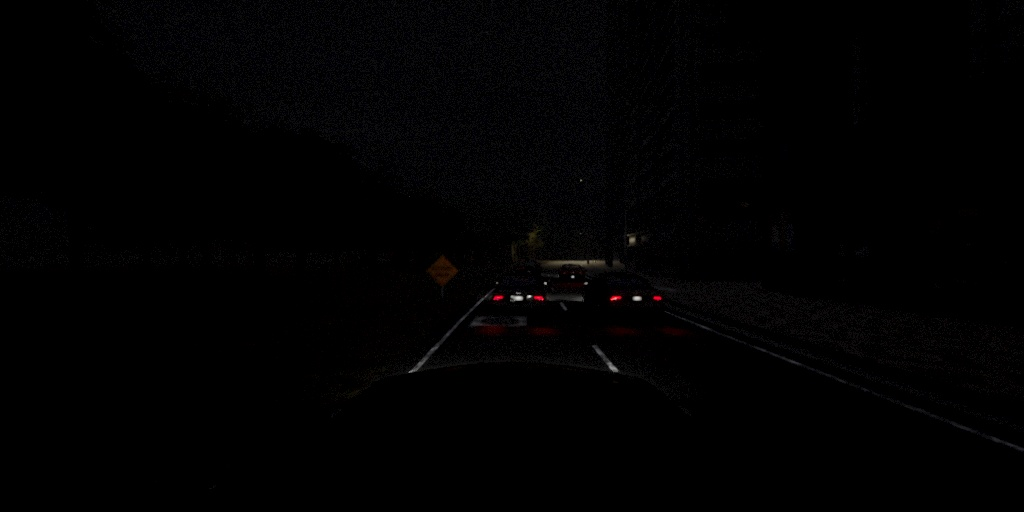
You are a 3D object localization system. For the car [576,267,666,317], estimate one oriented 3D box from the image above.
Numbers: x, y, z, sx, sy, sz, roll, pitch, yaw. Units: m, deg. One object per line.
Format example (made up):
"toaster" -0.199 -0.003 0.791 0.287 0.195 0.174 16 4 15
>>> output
"car" 3.817 1.301 13.085 2.033 1.411 5.357 0 0 3

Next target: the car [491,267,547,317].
"car" 0.316 1.298 13.137 2.033 1.411 5.357 0 0 3

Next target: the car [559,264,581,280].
"car" 4.940 1.325 30.036 1.895 1.301 4.718 0 0 6

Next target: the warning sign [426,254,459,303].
"warning sign" -2.762 0.863 14.249 1.300 1.860 1.060 0 0 2

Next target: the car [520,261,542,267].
"car" 1.744 1.189 33.199 1.882 1.535 5.008 0 0 6
